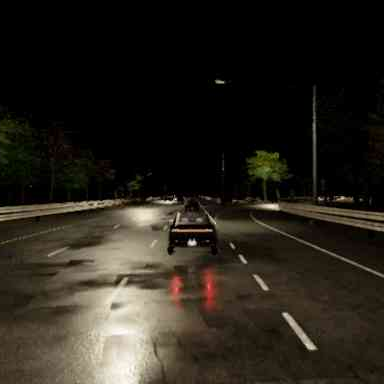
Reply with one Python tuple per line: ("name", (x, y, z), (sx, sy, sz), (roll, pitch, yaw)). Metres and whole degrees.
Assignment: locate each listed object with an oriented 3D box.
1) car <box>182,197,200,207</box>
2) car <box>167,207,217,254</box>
("car", (0.009, 1.791, 43.689), (1.837, 1.490, 4.892), (0, 0, 0))
("car", (0.004, 1.583, 13.971), (2.128, 1.511, 4.902), (0, 0, 0))
